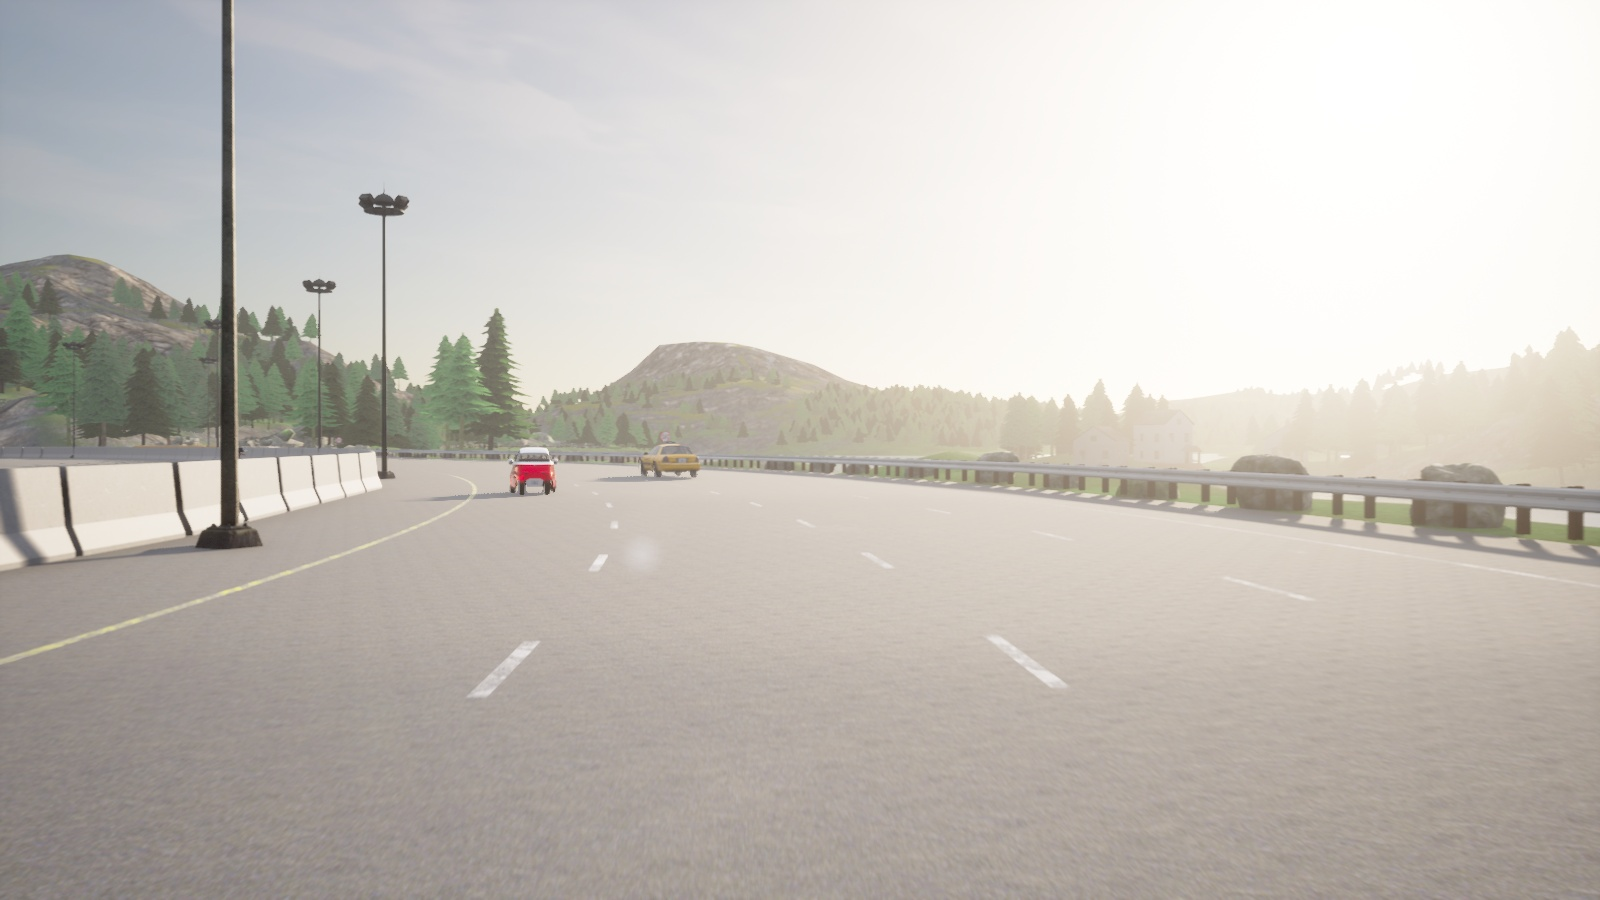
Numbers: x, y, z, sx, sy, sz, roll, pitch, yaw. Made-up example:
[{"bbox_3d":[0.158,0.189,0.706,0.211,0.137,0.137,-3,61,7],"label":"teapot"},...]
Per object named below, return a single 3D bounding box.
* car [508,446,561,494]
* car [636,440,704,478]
[{"bbox_3d":[-8.017,0.584,37.793,1.481,1.376,2.207,0,1,-14],"label":"car"},{"bbox_3d":[-5.766,0.372,55.178,1.801,1.575,5.366,0,0,-19],"label":"car"}]
